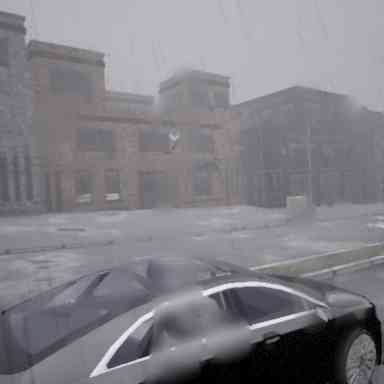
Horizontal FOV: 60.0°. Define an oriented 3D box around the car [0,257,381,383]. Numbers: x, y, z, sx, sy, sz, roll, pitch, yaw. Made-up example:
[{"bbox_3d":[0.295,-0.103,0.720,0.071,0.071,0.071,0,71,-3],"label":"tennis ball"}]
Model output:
[{"bbox_3d":[0.140,1.489,3.540,4.902,1.511,2.128,0,0,-35],"label":"car"}]
